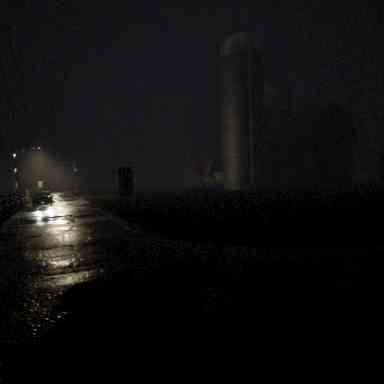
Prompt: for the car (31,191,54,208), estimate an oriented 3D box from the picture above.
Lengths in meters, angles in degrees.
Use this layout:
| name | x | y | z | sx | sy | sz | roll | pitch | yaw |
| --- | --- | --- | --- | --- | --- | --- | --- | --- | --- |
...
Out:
| name | x | y | z | sx | sy | sz | roll | pitch | yaw |
| --- | --- | --- | --- | --- | --- | --- | --- | --- | --- |
| car | -15.323 | 0.698 | 34.266 | 2.128 | 1.511 | 4.902 | -3 | 3 | -23 |
